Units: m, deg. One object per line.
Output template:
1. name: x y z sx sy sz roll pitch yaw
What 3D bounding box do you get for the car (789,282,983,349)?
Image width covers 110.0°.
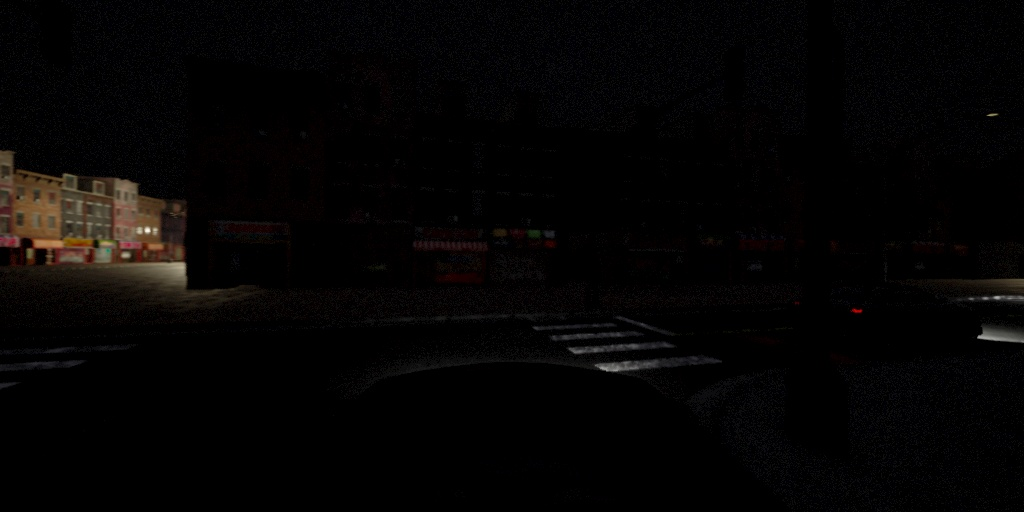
1. car: 9.300 1.355 9.029 4.181 1.385 1.994 0 0 -15
